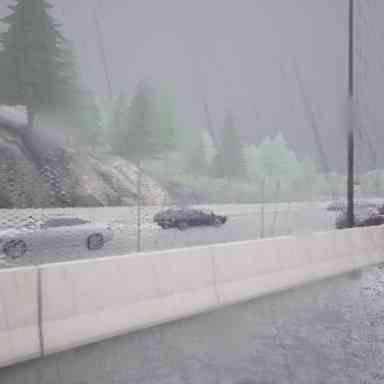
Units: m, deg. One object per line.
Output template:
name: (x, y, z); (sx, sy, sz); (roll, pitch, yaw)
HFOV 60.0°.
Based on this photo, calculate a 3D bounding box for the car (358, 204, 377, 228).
car: (11.538, 1.775, 22.524); (4.674, 1.442, 1.812); (1, -1, -42)

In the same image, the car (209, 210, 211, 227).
car: (0.077, 1.788, 21.848); (4.718, 1.301, 1.895); (1, -1, -40)

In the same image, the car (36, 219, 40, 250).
car: (-5.379, 1.611, 13.157); (4.674, 1.442, 1.812); (1, -1, -37)

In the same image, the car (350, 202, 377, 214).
car: (22.097, 2.001, 42.763); (1.812, 1.442, 4.674); (0, 0, 44)
